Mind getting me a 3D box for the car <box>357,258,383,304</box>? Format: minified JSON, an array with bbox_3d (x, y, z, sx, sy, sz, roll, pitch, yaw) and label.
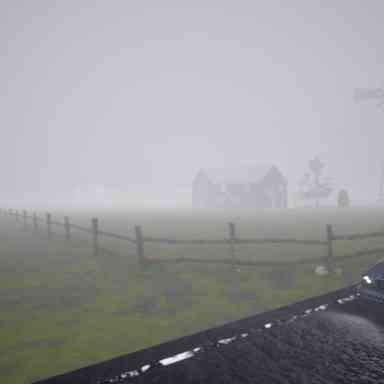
[{"bbox_3d":[5.761,1.542,7.129,5.357,1.411,2.033,0,0,-35],"label":"car"}]
